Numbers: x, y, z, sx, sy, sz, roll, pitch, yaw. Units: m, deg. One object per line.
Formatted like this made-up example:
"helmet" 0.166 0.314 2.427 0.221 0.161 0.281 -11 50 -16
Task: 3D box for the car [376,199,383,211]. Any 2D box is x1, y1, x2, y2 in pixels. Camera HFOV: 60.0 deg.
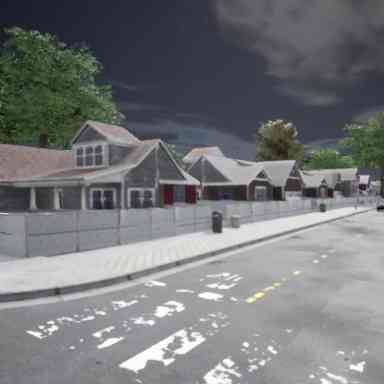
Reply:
"car" 23.497 1.584 40.091 2.033 1.411 5.357 0 0 36
